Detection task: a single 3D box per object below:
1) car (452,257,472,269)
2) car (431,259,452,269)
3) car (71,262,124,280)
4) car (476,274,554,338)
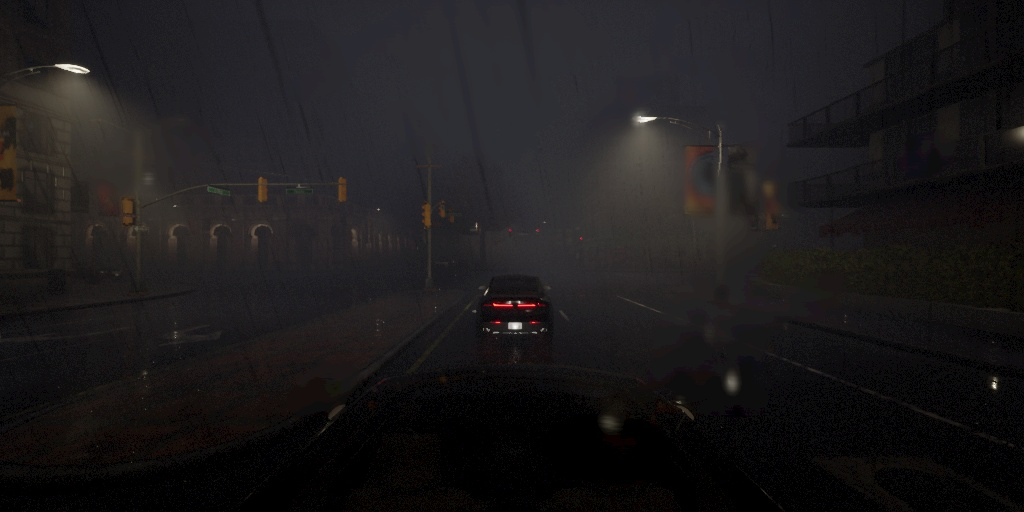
[{"bbox_3d":[-8.051,1.276,58.339,1.812,1.442,4.674,0,0,0],"label":"car"},{"bbox_3d":[-11.541,1.276,58.564,1.812,1.442,4.674,0,0,0],"label":"car"},{"bbox_3d":[-33.899,1.241,28.542,4.902,1.511,2.128,0,0,0],"label":"car"},{"bbox_3d":[0.077,1.255,10.142,1.837,1.490,4.892,0,0,0],"label":"car"}]
